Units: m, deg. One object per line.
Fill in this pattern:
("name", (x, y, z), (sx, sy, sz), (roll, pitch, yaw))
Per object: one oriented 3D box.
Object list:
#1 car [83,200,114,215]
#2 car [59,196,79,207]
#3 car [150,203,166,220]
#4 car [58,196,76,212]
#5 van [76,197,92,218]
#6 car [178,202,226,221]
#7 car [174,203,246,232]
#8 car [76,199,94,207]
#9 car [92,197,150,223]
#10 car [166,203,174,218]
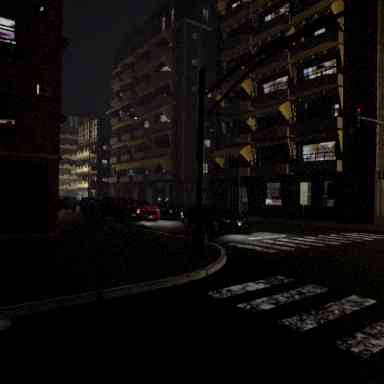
("car", (-10.251, 1.650, 36.360), (1.994, 1.385, 4.181), (1, -1, -35))
("car", (-21.070, 1.589, 56.744), (2.097, 1.767, 4.553), (1, -1, -35))
("car", (-4.541, 1.404, 28.296), (2.097, 1.767, 4.553), (1, -1, -35))
("car", (-15.210, 1.368, 39.091), (2.192, 1.841, 5.009), (1, -1, -35))
("van", (-8.766, 1.354, 29.989), (1.690, 1.788, 3.998), (1, -1, -35))
("car", (0.784, 1.686, 30.130), (1.752, 1.417, 4.829), (1, -1, -35))
("car", (1.190, 1.527, 20.251), (1.837, 1.490, 4.892), (1, -1, -36))
("car", (-18.449, 1.866, 57.292), (1.802, 1.307, 4.206), (1, -1, -35))
("car", (-5.544, 1.310, 25.439), (2.192, 1.841, 5.009), (1, -1, -35))
("car", (-3.026, 1.683, 31.251), (1.994, 1.385, 4.181), (1, -1, -35))
